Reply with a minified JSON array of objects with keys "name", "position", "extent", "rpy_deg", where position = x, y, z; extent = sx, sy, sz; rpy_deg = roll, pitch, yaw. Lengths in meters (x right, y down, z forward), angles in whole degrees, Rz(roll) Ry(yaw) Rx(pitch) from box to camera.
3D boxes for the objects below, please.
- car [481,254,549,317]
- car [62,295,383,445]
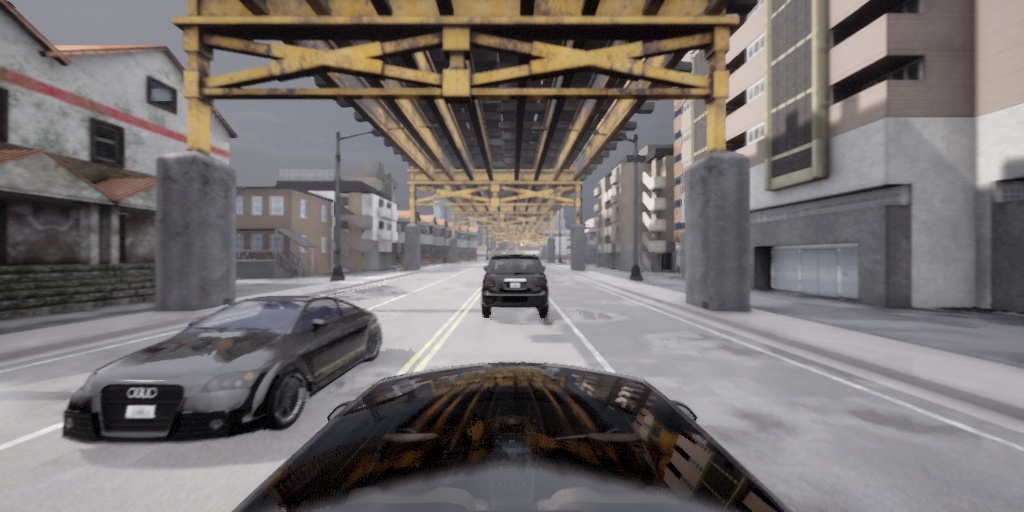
[{"name":"car","position":[0.095,0.947,13.249],"extent":[2.150,2.045,5.566],"rpy_deg":[0,0,0]},{"name":"car","position":[-3.559,1.312,5.440],"extent":[1.994,1.385,4.181],"rpy_deg":[0,0,0]}]
